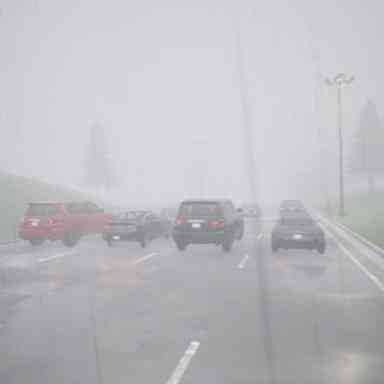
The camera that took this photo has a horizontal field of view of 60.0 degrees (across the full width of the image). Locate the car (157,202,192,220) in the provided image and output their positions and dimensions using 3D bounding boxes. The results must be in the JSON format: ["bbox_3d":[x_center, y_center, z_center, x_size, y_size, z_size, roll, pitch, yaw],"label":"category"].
[{"bbox_3d":[-1.558,1.749,31.250,1.812,1.442,4.674,-1,0,16],"label":"car"}]

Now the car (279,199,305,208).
[{"bbox_3d":[8.441,1.376,28.058,2.097,1.767,4.553,-1,-1,16],"label":"car"}]

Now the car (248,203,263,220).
[{"bbox_3d":[5.054,1.639,28.935,2.033,1.411,5.357,-1,0,16],"label":"car"}]

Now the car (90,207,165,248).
[{"bbox_3d":[-2.378,1.634,15.787,2.128,1.511,4.902,-1,0,16],"label":"car"}]

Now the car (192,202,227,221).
[{"bbox_3d":[1.692,1.705,29.905,2.033,1.411,5.357,-1,0,16],"label":"car"}]

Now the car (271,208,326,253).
[{"bbox_3d":[4.351,1.574,13.854,1.994,1.385,4.181,-1,0,16],"label":"car"}]

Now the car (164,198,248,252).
[{"bbox_3d":[0.899,1.292,14.551,2.150,2.045,5.566,-1,0,16],"label":"car"}]

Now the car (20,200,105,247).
[{"bbox_3d":[-5.826,1.423,16.492,2.150,2.045,5.566,-1,0,16],"label":"car"}]
